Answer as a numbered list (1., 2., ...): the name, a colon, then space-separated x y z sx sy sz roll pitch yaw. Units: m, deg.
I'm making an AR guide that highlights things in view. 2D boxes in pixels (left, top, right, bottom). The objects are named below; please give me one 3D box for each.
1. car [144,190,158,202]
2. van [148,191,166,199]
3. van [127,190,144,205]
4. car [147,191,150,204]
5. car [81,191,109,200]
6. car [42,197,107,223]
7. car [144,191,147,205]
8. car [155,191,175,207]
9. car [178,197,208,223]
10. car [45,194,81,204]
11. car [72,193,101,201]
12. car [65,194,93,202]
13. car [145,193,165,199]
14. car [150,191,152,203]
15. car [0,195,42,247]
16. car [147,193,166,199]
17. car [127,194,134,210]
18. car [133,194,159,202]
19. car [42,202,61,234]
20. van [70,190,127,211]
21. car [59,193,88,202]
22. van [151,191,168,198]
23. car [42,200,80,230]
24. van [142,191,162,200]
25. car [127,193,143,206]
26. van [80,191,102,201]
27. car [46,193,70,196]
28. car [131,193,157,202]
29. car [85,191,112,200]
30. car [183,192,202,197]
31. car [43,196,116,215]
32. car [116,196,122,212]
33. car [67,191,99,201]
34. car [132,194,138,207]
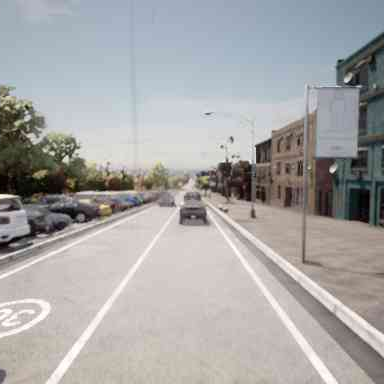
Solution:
1. car: -8.935 0.911 54.117 5.566 2.045 2.435 0 0 0
2. van: -9.155 0.748 87.761 4.442 1.987 1.878 0 1 0
3. van: -8.822 0.985 42.904 4.442 1.987 1.878 0 0 0
4. car: -8.919 1.061 48.511 4.553 1.767 2.185 0 0 0
5. car: -22.120 0.815 75.922 5.566 2.045 2.435 0 0 0
6. car: -8.890 1.298 23.285 5.008 1.535 2.097 0 0 0
7. car: -8.976 1.073 45.707 4.553 1.767 2.185 0 0 0
8. car: -3.374 1.079 44.755 2.097 1.767 4.553 0 0 0
9. car: 0.080 1.332 23.661 1.837 1.490 4.892 0 0 0
10. car: -21.863 1.149 56.494 5.366 1.575 1.946 0 0 0
11. car: -22.265 1.088 70.372 5.366 1.575 1.946 0 0 0
12. car: -22.038 1.145 64.822 4.792 1.488 2.163 0 0 0
13. car: -9.023 1.066 82.153 4.674 1.452 2.002 0 0 0
14. car: -8.926 1.048 51.314 4.553 1.767 2.185 0 0 0
15. car: -8.898 1.121 12.071 5.566 2.045 2.435 0 0 0
16. car: -9.061 1.032 84.961 4.792 1.488 2.163 0 1 0
17. car: -8.891 1.277 34.495 4.792 1.488 2.163 0 0 0
18. car: -8.982 1.114 65.331 4.892 1.521 2.231 0 0 0
19. car: -8.872 1.352 14.880 4.892 1.521 2.231 0 0 0
20. van: -8.797 1.034 31.691 4.442 1.987 1.878 0 0 0
21. car: -22.092 1.002 62.043 4.553 1.767 2.185 0 0 0
22. van: -8.928 0.719 90.563 4.442 1.987 1.878 0 1 0
23. car: -8.853 1.361 17.678 4.792 1.488 2.163 0 0 0
24. van: -9.130 0.838 76.541 4.442 1.987 1.878 0 0 0
25. car: -8.927 1.223 40.102 5.008 1.535 2.097 0 0 0
26. van: -22.202 0.853 73.146 4.442 1.987 1.878 0 0 0
27. car: -22.048 1.165 53.717 4.892 1.521 2.231 0 0 0
28. car: -9.013 0.999 62.527 4.553 1.767 2.185 0 0 0
29. car: -22.069 0.798 78.699 5.566 2.045 2.435 0 0 0
30. car: 0.059 0.967 41.393 2.150 2.045 5.566 0 1 0
31. car: -9.086 1.281 26.085 5.366 1.575 1.946 0 0 0
32. car: -8.936 1.302 28.889 4.792 1.488 2.163 0 0 0
33. car: -22.102 0.852 67.596 5.566 2.045 2.435 0 0 0
34. car: -8.897 1.265 37.299 4.792 1.488 2.163 0 0 0
